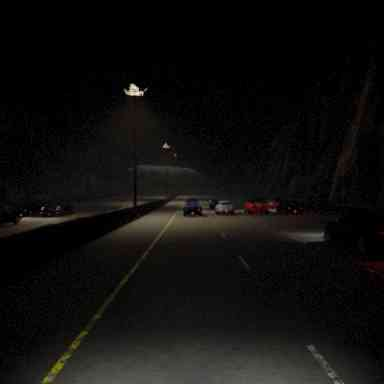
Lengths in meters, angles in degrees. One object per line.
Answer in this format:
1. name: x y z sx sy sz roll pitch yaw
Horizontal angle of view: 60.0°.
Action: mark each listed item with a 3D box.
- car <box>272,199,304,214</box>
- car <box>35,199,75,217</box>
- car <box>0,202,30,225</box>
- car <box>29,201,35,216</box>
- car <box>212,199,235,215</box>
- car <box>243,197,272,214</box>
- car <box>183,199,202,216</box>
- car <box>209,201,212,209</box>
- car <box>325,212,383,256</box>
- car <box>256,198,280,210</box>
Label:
1. car: 10.470 1.676 36.015 1.895 1.301 4.718 0 0 0
2. car: -14.079 1.636 34.979 2.097 1.767 4.553 0 0 1
3. car: -14.124 1.772 23.971 2.128 1.511 4.902 0 0 0
4. car: -17.570 1.812 35.965 1.837 1.490 4.892 0 1 1
5. car: 3.470 1.659 35.980 1.812 1.442 4.674 0 0 0
6. car: 6.978 1.454 36.774 2.097 1.767 4.553 0 0 0
7. car: 0.070 1.766 34.492 1.895 1.301 4.718 0 0 0
8. car: 3.480 1.655 46.491 1.994 1.385 4.181 0 0 0
9. car: 7.074 1.531 13.439 1.882 1.535 5.008 0 -1 0
10. car: 10.470 1.583 46.077 2.033 1.411 5.357 0 0 0
